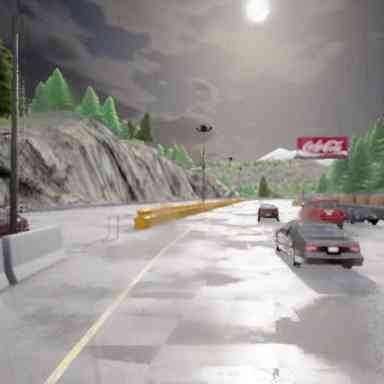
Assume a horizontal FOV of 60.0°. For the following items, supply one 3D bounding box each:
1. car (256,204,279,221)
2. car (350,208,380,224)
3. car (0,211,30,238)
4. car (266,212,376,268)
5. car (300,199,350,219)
[{"bbox_3d":[7.103,1.818,31.218,1.882,1.535,5.008,0,-1,12],"label":"car"},{"bbox_3d":[13.322,1.923,26.843,1.895,1.301,4.718,0,-1,11],"label":"car"},{"bbox_3d":[-9.657,1.645,15.842,1.812,1.442,4.674,0,-1,6],"label":"car"},{"bbox_3d":[4.159,1.683,11.804,2.033,1.411,5.357,0,-1,5],"label":"car"},{"bbox_3d":[9.241,1.499,23.971,2.150,2.045,5.566,0,-1,10],"label":"car"}]
